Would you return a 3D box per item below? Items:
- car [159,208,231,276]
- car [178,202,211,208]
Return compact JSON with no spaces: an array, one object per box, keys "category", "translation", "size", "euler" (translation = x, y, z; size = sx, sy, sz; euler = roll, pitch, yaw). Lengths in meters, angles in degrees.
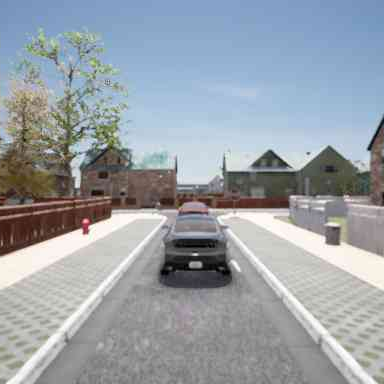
[{"category":"car","translation":[0.093,1.448,10.140],"size":[1.837,1.490,4.892],"euler":[0,0,0]},{"category":"car","translation":[0.139,1.365,20.671],"size":[1.882,1.535,5.008],"euler":[0,0,2]}]
